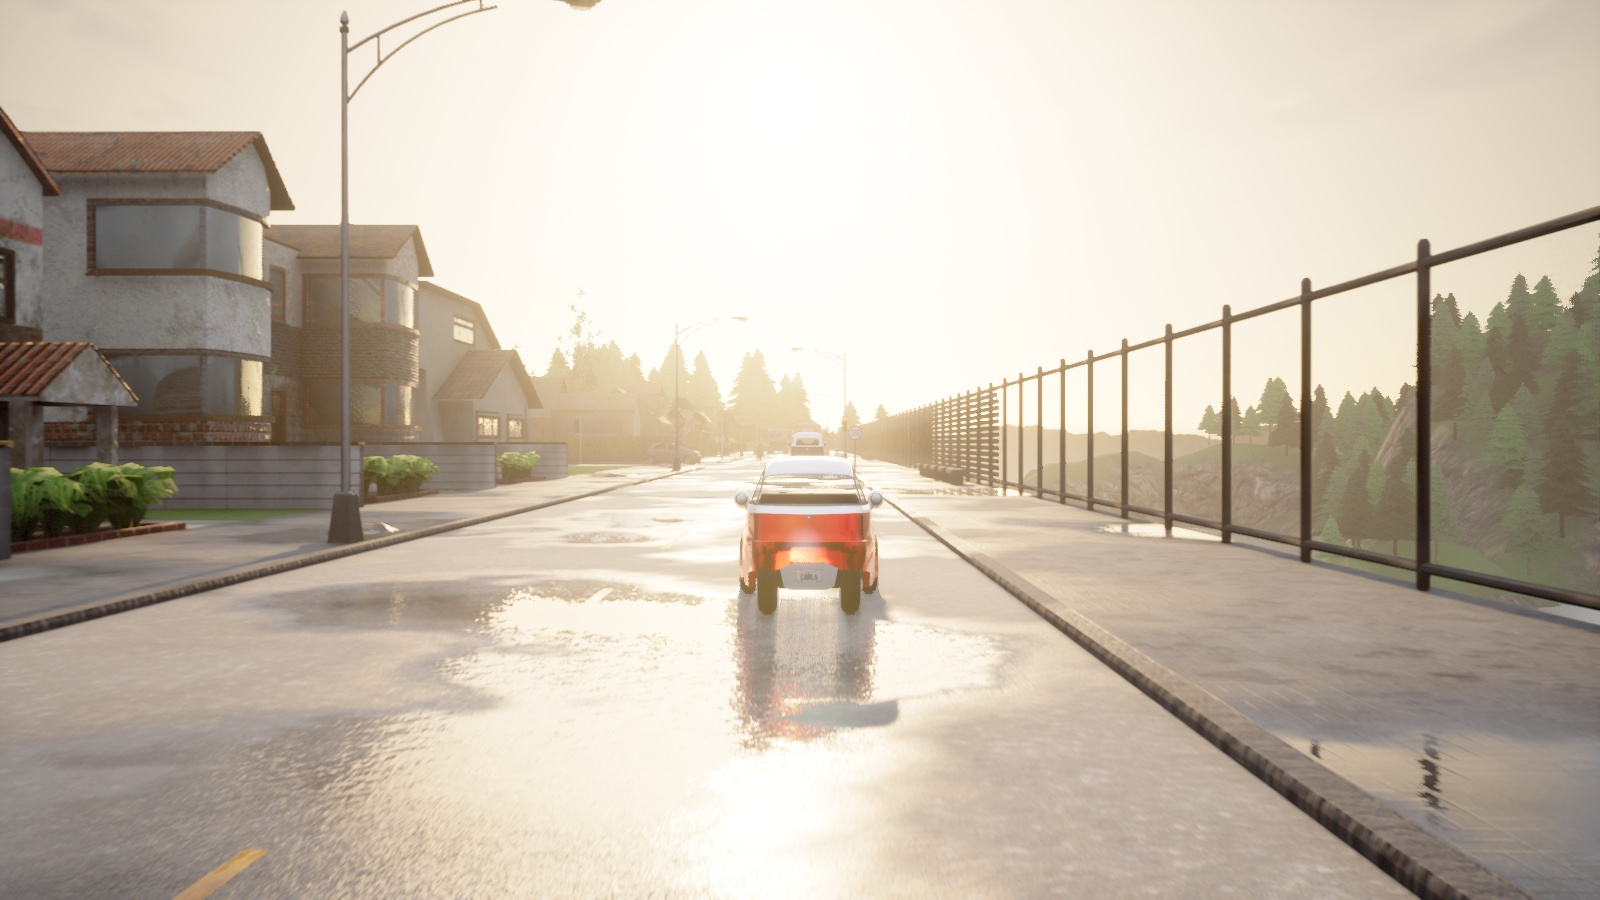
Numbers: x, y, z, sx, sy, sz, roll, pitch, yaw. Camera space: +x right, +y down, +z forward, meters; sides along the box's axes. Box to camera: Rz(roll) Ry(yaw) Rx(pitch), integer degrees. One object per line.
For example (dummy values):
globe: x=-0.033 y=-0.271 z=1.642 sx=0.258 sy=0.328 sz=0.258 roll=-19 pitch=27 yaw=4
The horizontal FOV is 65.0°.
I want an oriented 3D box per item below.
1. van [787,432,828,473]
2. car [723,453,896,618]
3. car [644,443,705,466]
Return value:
van: x=0.386 y=0.104 z=65.057 sx=2.069 sy=2.038 sz=4.480 roll=0 pitch=0 yaw=0
car: x=0.083 y=0.734 z=11.860 sx=1.481 sy=1.376 sz=2.207 roll=0 pitch=1 yaw=0
car: x=-8.244 y=0.287 z=82.828 sx=3.633 sy=1.501 sz=1.845 roll=0 pitch=0 yaw=8
